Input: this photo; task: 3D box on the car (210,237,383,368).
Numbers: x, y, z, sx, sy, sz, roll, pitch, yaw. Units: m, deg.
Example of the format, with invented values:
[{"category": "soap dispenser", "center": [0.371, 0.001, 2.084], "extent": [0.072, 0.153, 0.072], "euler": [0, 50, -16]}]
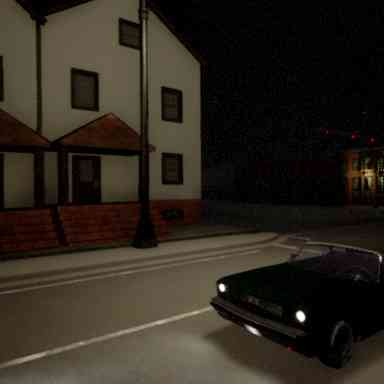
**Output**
[{"category": "car", "center": [2.633, 1.538, 5.779], "extent": [4.718, 1.301, 1.895], "euler": [-1, 0, -35]}]
